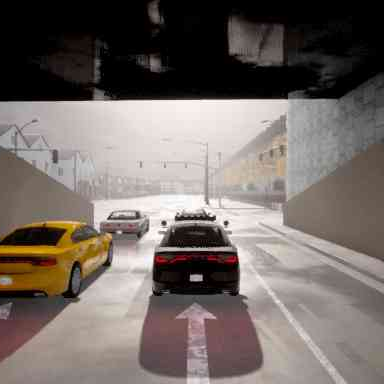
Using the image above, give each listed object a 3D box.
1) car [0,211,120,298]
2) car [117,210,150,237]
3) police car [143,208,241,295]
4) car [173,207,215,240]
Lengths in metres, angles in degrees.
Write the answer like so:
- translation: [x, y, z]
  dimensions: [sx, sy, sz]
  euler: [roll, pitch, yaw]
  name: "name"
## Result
- translation: [-3.409, 1.478, 8.565]
  dimensions: [1.882, 1.535, 5.008]
  euler: [0, 0, 0]
  name: "car"
- translation: [-3.404, 1.601, 17.808]
  dimensions: [1.895, 1.301, 4.718]
  euler: [0, 0, 0]
  name: "car"
- translation: [0.087, 1.425, 8.890]
  dimensions: [1.930, 1.638, 5.238]
  euler: [0, 0, 0]
  name: "police car"
- translation: [0.094, 1.564, 17.852]
  dimensions: [1.994, 1.385, 4.181]
  euler: [0, 0, 0]
  name: "car"
